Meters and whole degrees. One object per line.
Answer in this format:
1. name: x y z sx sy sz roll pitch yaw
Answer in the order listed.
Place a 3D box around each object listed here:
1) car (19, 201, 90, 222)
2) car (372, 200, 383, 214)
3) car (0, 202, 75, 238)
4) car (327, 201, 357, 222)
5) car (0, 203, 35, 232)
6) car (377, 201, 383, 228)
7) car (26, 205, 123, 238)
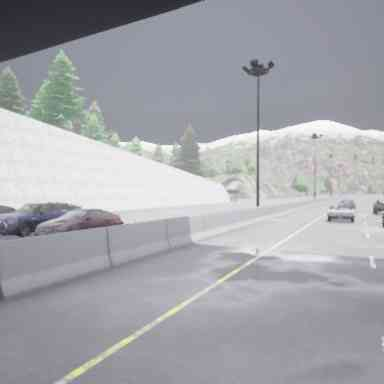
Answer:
1. car: -11.230 1.539 27.661 2.033 1.411 5.357 0 0 27
2. car: 19.960 1.526 34.640 2.128 1.511 4.902 0 0 27
3. car: -8.343 1.345 17.845 2.097 1.767 4.553 0 0 27
4. car: 12.023 1.623 26.682 1.895 1.301 4.718 0 0 27
5. car: -11.754 1.467 18.853 1.882 1.535 5.008 0 0 27
6. car: 12.325 1.513 19.515 2.128 1.511 4.902 0 0 27
7. car: -5.271 1.522 16.163 1.812 1.442 4.674 0 0 27
